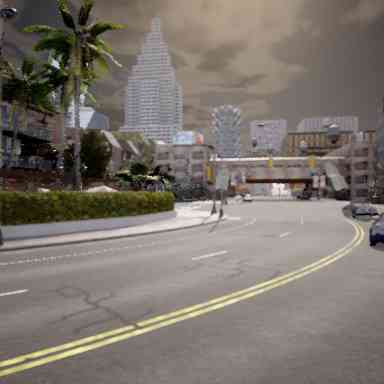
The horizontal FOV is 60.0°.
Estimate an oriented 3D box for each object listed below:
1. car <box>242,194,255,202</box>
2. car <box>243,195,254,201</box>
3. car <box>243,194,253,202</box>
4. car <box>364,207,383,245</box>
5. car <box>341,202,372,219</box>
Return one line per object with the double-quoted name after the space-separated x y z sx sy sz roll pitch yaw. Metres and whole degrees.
12.816 1.565 75.573 2.097 1.535 5.008 0 0 9 "car"
15.639 1.586 92.540 2.231 1.521 4.892 0 0 19 "car"
13.771 1.447 81.928 2.185 1.767 4.553 0 0 9 "car"
9.157 1.581 14.917 1.994 1.385 4.181 0 0 32 "car"
14.879 1.582 29.751 2.033 1.411 5.357 0 0 12 "car"
